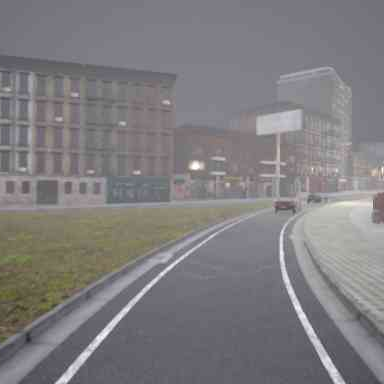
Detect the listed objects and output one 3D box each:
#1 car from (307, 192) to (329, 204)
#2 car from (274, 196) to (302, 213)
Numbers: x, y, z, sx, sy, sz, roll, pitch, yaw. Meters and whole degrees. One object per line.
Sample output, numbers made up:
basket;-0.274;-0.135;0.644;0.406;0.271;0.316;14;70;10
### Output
car;17.032;0.796;44.838;1.837;1.490;4.892;1;2;38
car;9.509;1.148;32.699;1.882;1.535;5.008;1;2;28
